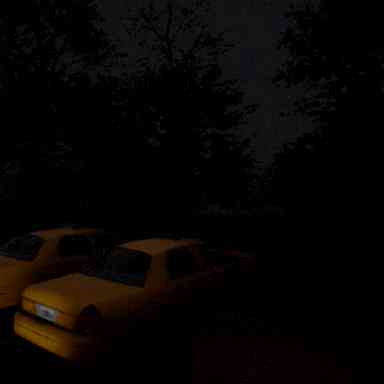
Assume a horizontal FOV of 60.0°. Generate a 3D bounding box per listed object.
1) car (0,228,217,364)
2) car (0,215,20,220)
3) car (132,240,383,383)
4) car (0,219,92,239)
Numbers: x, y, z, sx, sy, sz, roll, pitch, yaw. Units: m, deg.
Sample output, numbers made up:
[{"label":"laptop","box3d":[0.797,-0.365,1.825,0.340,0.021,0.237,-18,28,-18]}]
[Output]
[{"label":"car","box3d":[-0.314,1.484,6.212,1.946,1.575,5.366,0,0,35]},{"label":"car","box3d":[-4.955,1.490,9.329,2.163,1.488,4.792,1,0,36]},{"label":"car","box3d":[1.723,1.515,4.495,2.163,1.488,4.792,0,0,35]},{"label":"car","box3d":[-2.590,1.475,7.835,1.946,1.575,5.366,0,0,35]}]
